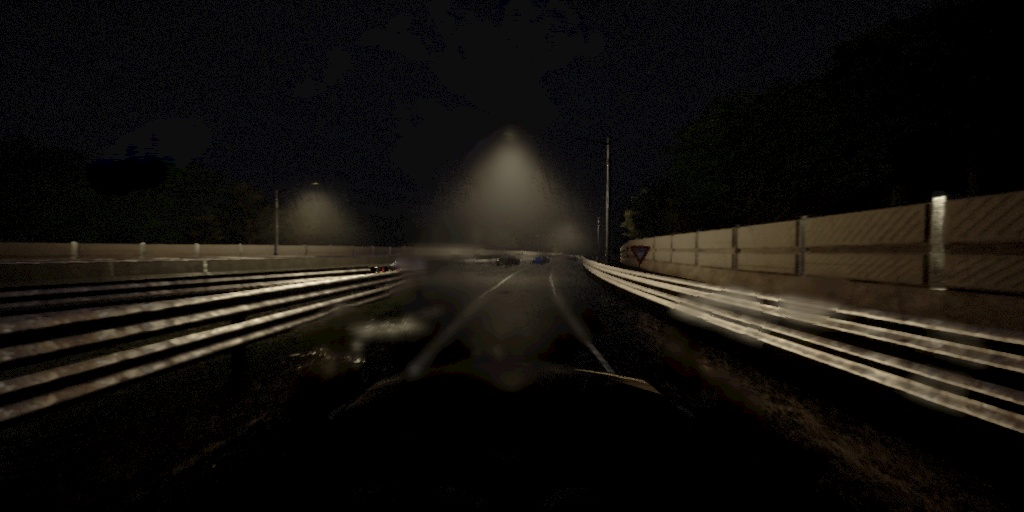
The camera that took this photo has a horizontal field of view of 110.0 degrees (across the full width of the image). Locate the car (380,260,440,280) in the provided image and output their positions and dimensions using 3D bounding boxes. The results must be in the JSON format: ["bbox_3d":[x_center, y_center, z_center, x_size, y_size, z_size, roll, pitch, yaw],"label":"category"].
[{"bbox_3d":[-7.736,1.005,27.613,2.033,1.411,5.357,1,1,21],"label":"car"}]

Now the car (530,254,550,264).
[{"bbox_3d":[4.967,0.574,60.288,1.994,1.385,4.181,0,0,21],"label":"car"}]

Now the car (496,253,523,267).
[{"bbox_3d":[-0.471,0.616,46.322,2.128,1.511,4.902,0,1,21],"label":"car"}]
